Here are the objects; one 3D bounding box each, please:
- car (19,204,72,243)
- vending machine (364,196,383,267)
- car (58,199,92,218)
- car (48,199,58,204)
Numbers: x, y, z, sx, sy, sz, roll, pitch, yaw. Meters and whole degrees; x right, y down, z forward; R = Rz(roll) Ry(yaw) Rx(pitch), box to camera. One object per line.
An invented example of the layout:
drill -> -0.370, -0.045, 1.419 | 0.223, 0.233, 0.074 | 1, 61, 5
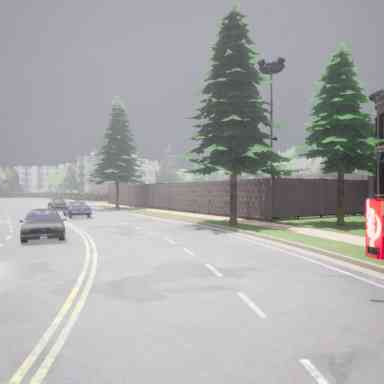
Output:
car -> -7.395, 1.547, 16.518 | 2.033, 1.411, 5.357 | 0, 0, -25
vending machine -> 6.202, 1.195, 10.479 | 1.100, 2.100, 0.880 | 0, 0, -12
car -> -10.432, 1.548, 30.029 | 2.033, 1.411, 5.357 | 0, 0, -29
car -> -16.460, 1.547, 40.681 | 2.033, 1.411, 5.357 | 0, 0, -30
